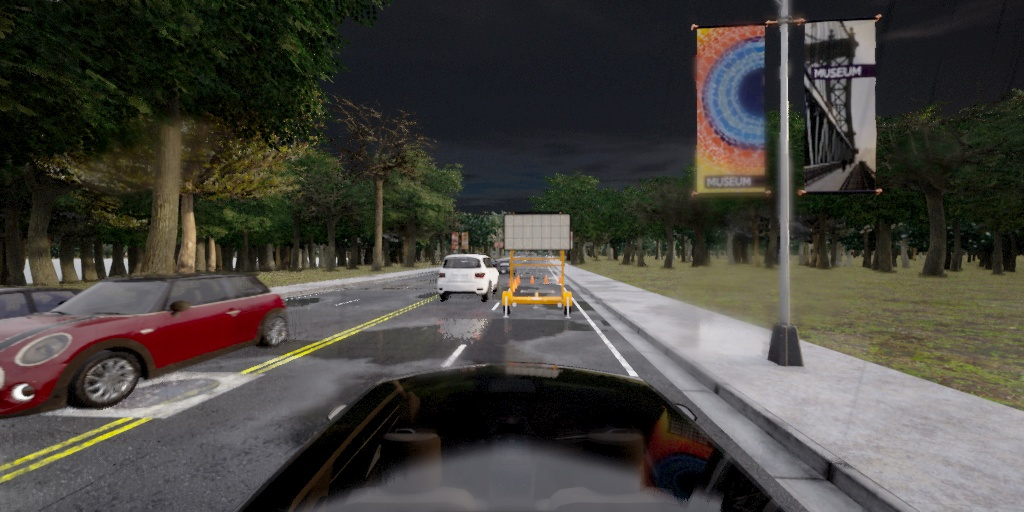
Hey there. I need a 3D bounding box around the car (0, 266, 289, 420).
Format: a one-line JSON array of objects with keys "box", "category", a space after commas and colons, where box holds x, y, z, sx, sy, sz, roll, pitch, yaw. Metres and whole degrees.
[{"box": [-6.187, 1.101, 6.170, 2.097, 1.767, 4.553, 0, 0, 4], "category": "car"}]

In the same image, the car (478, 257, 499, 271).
[{"box": [-3.085, 1.035, 47.930, 2.097, 1.767, 4.553, 0, 0, 5], "category": "car"}]

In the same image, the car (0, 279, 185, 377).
[{"box": [-9.429, 1.296, 6.419, 2.033, 1.411, 5.357, 0, 0, 4], "category": "car"}]

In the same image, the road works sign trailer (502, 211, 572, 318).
[{"box": [0.904, 0.210, 12.951, 2.380, 3.560, 2.880, 0, 0, 4], "category": "road works sign trailer"}]

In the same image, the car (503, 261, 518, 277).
[{"box": [-0.592, 1.238, 35.254, 1.812, 1.442, 4.674, 0, 0, 4], "category": "car"}]

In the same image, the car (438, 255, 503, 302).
[{"box": [-1.939, 0.963, 17.280, 2.150, 2.045, 5.566, 0, 0, 4], "category": "car"}]
